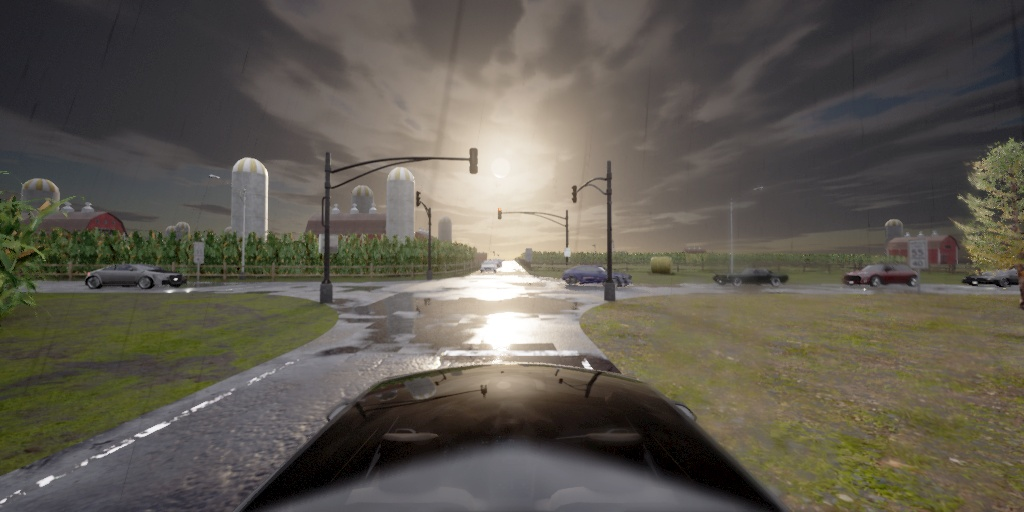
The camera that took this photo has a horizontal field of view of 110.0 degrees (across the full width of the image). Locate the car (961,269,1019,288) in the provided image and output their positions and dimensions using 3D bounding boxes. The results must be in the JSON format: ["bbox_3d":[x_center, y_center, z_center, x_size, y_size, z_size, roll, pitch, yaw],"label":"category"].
[{"bbox_3d":[38.317,1.704,27.826,5.357,1.411,2.033,1,-1,-4],"label":"car"}]

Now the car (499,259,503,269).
[{"bbox_3d":[-2.875,1.321,58.477,1.812,1.442,4.674,0,0,0],"label":"car"}]

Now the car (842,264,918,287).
[{"bbox_3d":[27.666,1.406,27.031,4.553,1.767,2.097,1,-1,-4],"label":"car"}]

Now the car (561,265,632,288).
[{"bbox_3d":[5.572,1.309,23.994,4.674,1.442,1.812,1,0,32],"label":"car"}]

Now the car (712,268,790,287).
[{"bbox_3d":[17.398,1.560,26.294,4.718,1.301,1.895,1,-1,-4],"label":"car"}]

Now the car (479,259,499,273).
[{"bbox_3d":[-2.807,1.302,43.480,1.812,1.442,4.674,0,0,-1],"label":"car"}]

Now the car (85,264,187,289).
[{"bbox_3d":[-20.969,1.113,20.125,4.181,1.385,1.994,0,-1,-3],"label":"car"}]
